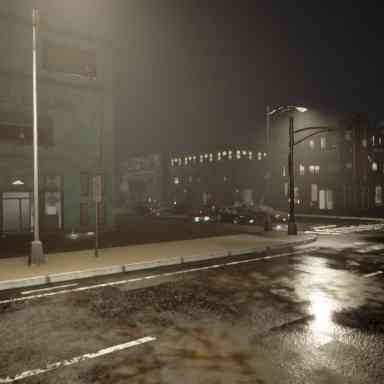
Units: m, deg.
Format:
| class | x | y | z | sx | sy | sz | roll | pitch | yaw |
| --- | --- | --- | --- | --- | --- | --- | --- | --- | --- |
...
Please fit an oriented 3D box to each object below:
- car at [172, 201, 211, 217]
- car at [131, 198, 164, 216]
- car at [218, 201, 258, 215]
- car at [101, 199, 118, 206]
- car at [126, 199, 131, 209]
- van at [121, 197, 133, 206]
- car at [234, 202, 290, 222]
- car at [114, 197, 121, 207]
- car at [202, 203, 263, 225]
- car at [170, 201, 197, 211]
| class | x | y | z | sx | sy | sz | roll | pitch | yaw |
| --- | --- | --- | --- | --- | --- | --- | --- | --- | --- |
| car | -0.289 | 1.895 | 35.767 | 1.994 | 1.385 | 4.181 | -1 | 0 | -37 |
| car | -4.836 | 1.845 | 37.687 | 1.967 | 1.590 | 4.097 | -1 | 0 | -35 |
| car | 5.202 | 1.809 | 38.041 | 2.008 | 1.369 | 4.403 | -2 | 0 | -35 |
| car | -17.272 | 2.226 | 69.603 | 1.887 | 1.381 | 4.507 | -1 | 0 | -35 |
| car | -6.388 | 1.997 | 44.367 | 2.033 | 1.411 | 5.357 | -1 | 0 | -35 |
| van | -10.856 | 1.906 | 60.585 | 1.690 | 1.788 | 3.998 | -1 | 0 | -35 |
| car | 5.523 | 1.764 | 27.626 | 2.033 | 1.411 | 5.357 | -1 | 0 | -36 |
| car | -14.067 | 1.939 | 65.094 | 2.192 | 1.841 | 5.009 | -1 | 0 | -35 |
| car | 3.117 | 1.814 | 26.314 | 1.947 | 1.339 | 4.313 | -2 | 0 | -35 |
| car | -1.218 | 1.965 | 47.059 | 1.802 | 1.307 | 4.206 | -2 | 0 | -35 |
